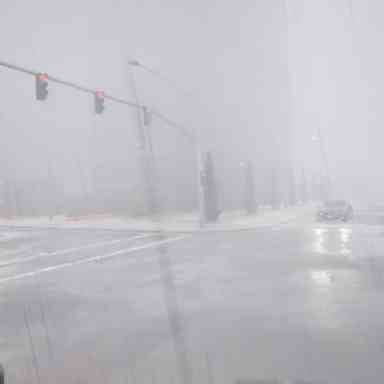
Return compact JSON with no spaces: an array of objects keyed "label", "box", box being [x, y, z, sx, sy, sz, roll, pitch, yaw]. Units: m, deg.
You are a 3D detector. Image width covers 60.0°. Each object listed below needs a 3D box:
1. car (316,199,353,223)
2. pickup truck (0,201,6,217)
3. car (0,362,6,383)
[{"label":"car","box":[9.770,1.240,22.675,1.837,1.490,4.892,-2,0,32]},{"label":"pickup truck","box":[-24.975,2.187,42.528,2.390,2.098,6.274,-2,0,-28]},{"label":"car","box":[-3.430,1.644,1.300,1.837,1.490,4.892,-2,0,32]}]
